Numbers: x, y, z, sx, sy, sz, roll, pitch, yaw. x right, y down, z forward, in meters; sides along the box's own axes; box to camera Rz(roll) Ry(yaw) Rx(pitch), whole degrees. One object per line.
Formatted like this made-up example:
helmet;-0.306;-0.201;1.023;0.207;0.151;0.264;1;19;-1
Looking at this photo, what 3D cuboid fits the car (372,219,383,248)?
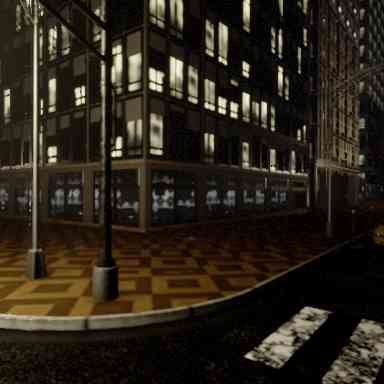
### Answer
car;8.899;1.535;14.212;1.752;1.417;4.829;0;0;38
